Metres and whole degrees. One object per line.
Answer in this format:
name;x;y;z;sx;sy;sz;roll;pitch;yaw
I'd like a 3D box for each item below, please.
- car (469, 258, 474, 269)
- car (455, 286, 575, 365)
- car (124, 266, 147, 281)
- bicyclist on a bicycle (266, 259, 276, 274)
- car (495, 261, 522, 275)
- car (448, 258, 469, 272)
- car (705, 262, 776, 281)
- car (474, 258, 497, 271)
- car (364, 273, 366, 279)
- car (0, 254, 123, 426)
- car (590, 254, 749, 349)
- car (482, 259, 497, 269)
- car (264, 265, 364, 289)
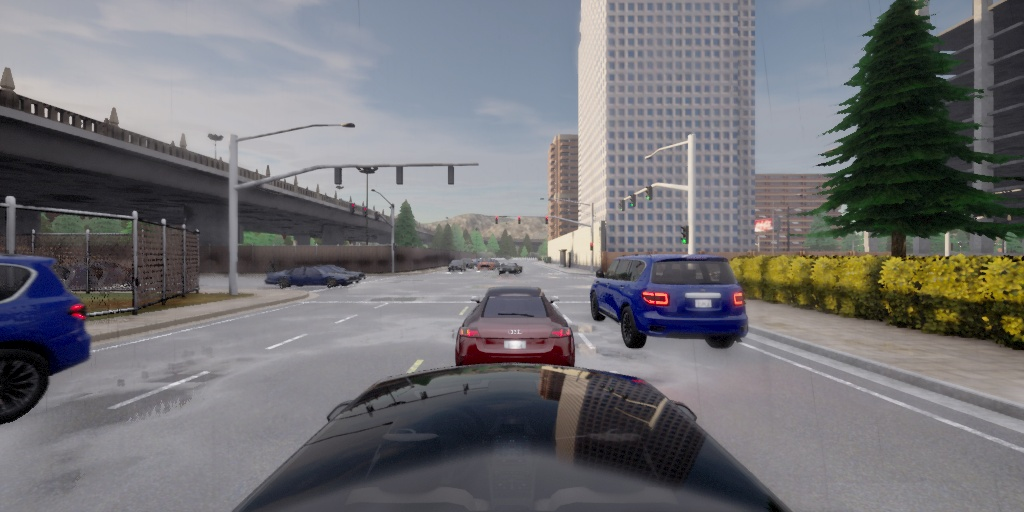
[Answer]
car;-7.101;1.102;55.557;2.097;1.767;4.553;0;0;0
car;0.062;1.314;7.447;1.994;1.385;4.181;0;0;0
car;-30.064;1.157;26.642;4.553;1.767;2.097;0;0;0
bicyclist on a bicycle;-25.305;1.106;37.634;0.582;1.620;1.656;0;0;0
car;-0.093;1.364;38.679;1.895;1.301;4.718;0;0;11
car;-7.103;1.255;46.673;1.837;1.490;4.892;0;0;0
car;19.301;1.310;30.455;4.892;1.490;1.837;0;0;0
car;-3.597;1.102;49.816;2.097;1.767;4.553;0;0;0
car;-13.901;1.346;26.851;5.357;1.411;2.033;0;0;-2
car;-7.032;0.971;2.679;2.150;2.045;5.566;0;0;0
car;3.567;0.971;9.313;2.150;2.045;5.566;0;0;1
car;-3.595;1.242;58.888;2.128;1.511;4.902;0;0;0
car;-12.859;1.344;23.180;5.357;1.411;2.033;0;0;0
